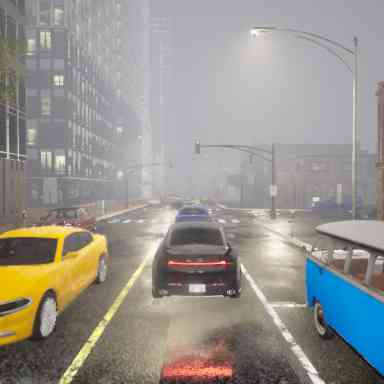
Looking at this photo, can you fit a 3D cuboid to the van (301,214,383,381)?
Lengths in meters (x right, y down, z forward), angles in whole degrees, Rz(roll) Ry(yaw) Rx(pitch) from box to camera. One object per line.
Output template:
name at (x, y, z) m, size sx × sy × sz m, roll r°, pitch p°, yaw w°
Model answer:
van at (2.669, 1.340, 3.986) m, size 1.690 × 1.788 × 3.998 m, roll -1°, pitch 0°, yaw 0°

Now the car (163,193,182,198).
car at (-3.159, 1.209, 55.289) m, size 2.150 × 2.045 × 5.566 m, roll 0°, pitch 0°, yaw 0°

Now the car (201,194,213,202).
car at (2.608, 1.426, 58.607) m, size 1.967 × 1.590 × 4.097 m, roll -1°, pitch 0°, yaw 0°

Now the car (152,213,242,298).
car at (0.088, 1.502, 8.468) m, size 1.837 × 1.490 × 4.892 m, roll 0°, pitch 0°, yaw 0°

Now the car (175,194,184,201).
car at (-3.094, 1.328, 81.325) m, size 2.097 × 1.767 × 4.553 m, roll 0°, pitch 0°, yaw 0°

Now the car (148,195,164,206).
car at (-5.902, 1.512, 52.838) m, size 1.752 × 1.417 × 4.829 m, roll -1°, pitch 0°, yaw 0°

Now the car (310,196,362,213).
car at (16.481, 1.411, 38.334) m, size 5.009 × 1.841 × 2.192 m, roll 1°, pitch 0°, yaw 1°

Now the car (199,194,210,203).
car at (2.593, 1.299, 69.895) m, size 2.192 × 1.841 × 5.009 m, roll -1°, pitch 0°, yaw 0°

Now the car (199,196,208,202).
car at (2.591, 1.565, 75.539) m, size 1.802 × 1.307 × 4.206 m, roll -1°, pitch 0°, yaw 0°

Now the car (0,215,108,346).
car at (-3.110, 1.475, 6.692) m, size 1.882 × 1.535 × 5.008 m, roll 0°, pitch 0°, yaw 0°

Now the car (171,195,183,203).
car at (-3.082, 1.476, 69.301) m, size 2.128 × 1.511 × 4.902 m, roll 0°, pitch 0°, yaw 0°

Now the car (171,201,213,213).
car at (0.070, 1.472, 17.956) m, size 1.882 × 1.535 × 5.008 m, roll 0°, pitch 0°, yaw 0°

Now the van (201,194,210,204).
van at (2.600, 1.326, 64.251) m, size 1.690 × 1.788 × 3.998 m, roll -1°, pitch 0°, yaw 0°

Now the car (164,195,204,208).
car at (-0.995, 1.482, 38.431) m, size 2.128 × 1.511 × 4.902 m, roll 0°, pitch 0°, yaw -27°

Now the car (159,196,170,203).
car at (-5.750, 1.550, 69.940) m, size 1.947 × 1.339 × 4.313 m, roll -1°, pitch 0°, yaw 0°

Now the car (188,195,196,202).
car at (-0.093, 1.481, 79.533) m, size 1.837 × 1.490 × 4.892 m, roll 0°, pitch 0°, yaw 0°

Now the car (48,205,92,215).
car at (-5.722, 1.436, 15.060) m, size 1.967 × 1.590 × 4.097 m, roll -1°, pitch 0°, yaw 0°

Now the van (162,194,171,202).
van at (-5.760, 1.324, 75.584) m, size 1.690 × 1.788 × 3.998 m, roll -1°, pitch 0°, yaw 0°

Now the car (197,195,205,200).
car at (2.571, 1.532, 92.471) m, size 2.008 × 1.369 × 4.403 m, roll -1°, pitch 0°, yaw 0°

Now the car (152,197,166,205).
car at (-5.737, 1.552, 58.651) m, size 1.947 × 1.339 × 4.313 m, roll -1°, pitch 0°, yaw 0°

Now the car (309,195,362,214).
car at (15.507, 1.349, 35.749) m, size 5.566 × 2.045 × 2.150 m, roll 1°, pitch 1°, yaw 1°

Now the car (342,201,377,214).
car at (16.382, 1.793, 29.957) m, size 4.313 × 1.339 × 1.947 m, roll 1°, pitch 0°, yaw 1°
